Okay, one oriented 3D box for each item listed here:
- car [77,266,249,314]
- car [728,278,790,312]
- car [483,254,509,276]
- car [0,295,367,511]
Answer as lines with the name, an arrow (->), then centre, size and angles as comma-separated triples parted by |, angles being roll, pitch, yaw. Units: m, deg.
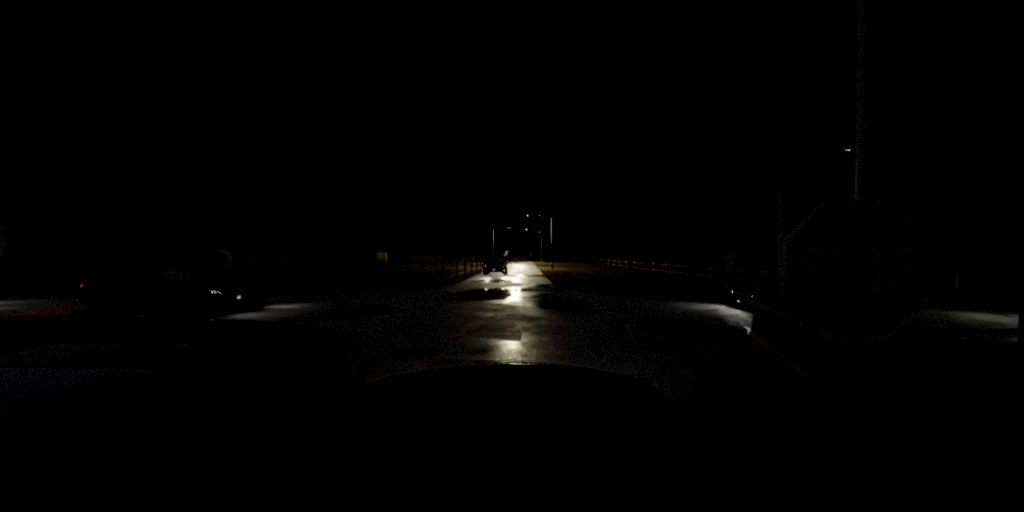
car -> -11.490, 1.070, 11.966 | 4.674, 1.442, 1.812 | 1, 1, -2
car -> 11.669, 1.461, 14.085 | 5.357, 1.411, 2.033 | 1, 1, 4
car -> -1.515, 0.830, 34.673 | 2.150, 2.045, 5.566 | 0, 1, 2
car -> -2.628, 1.275, 2.417 | 1.812, 1.442, 4.674 | 0, 0, 2
